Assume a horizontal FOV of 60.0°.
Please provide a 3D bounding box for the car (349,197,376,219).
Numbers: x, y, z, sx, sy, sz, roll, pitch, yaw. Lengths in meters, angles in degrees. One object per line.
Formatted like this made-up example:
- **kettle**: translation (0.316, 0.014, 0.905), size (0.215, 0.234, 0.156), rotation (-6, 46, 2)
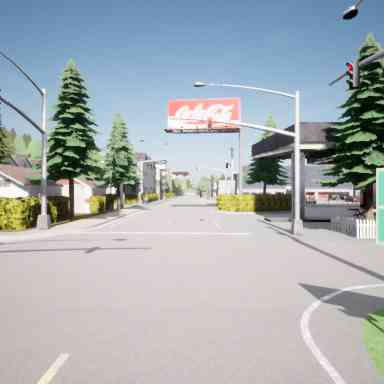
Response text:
- **car**: translation (14.346, 1.505, 24.964), size (3.866, 1.878, 1.905), rotation (0, 0, 0)

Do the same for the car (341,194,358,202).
- **car**: translation (34.842, 1.489, 71.841), size (2.007, 1.523, 4.514), rotation (0, 0, 0)

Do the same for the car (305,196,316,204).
- **car**: translation (22.445, 1.552, 64.038), size (1.970, 1.475, 3.806), rotation (0, 0, 0)

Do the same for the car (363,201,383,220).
- **car**: translation (18.668, 1.672, 30.638), size (4.611, 1.667, 2.242), rotation (0, 0, 0)
